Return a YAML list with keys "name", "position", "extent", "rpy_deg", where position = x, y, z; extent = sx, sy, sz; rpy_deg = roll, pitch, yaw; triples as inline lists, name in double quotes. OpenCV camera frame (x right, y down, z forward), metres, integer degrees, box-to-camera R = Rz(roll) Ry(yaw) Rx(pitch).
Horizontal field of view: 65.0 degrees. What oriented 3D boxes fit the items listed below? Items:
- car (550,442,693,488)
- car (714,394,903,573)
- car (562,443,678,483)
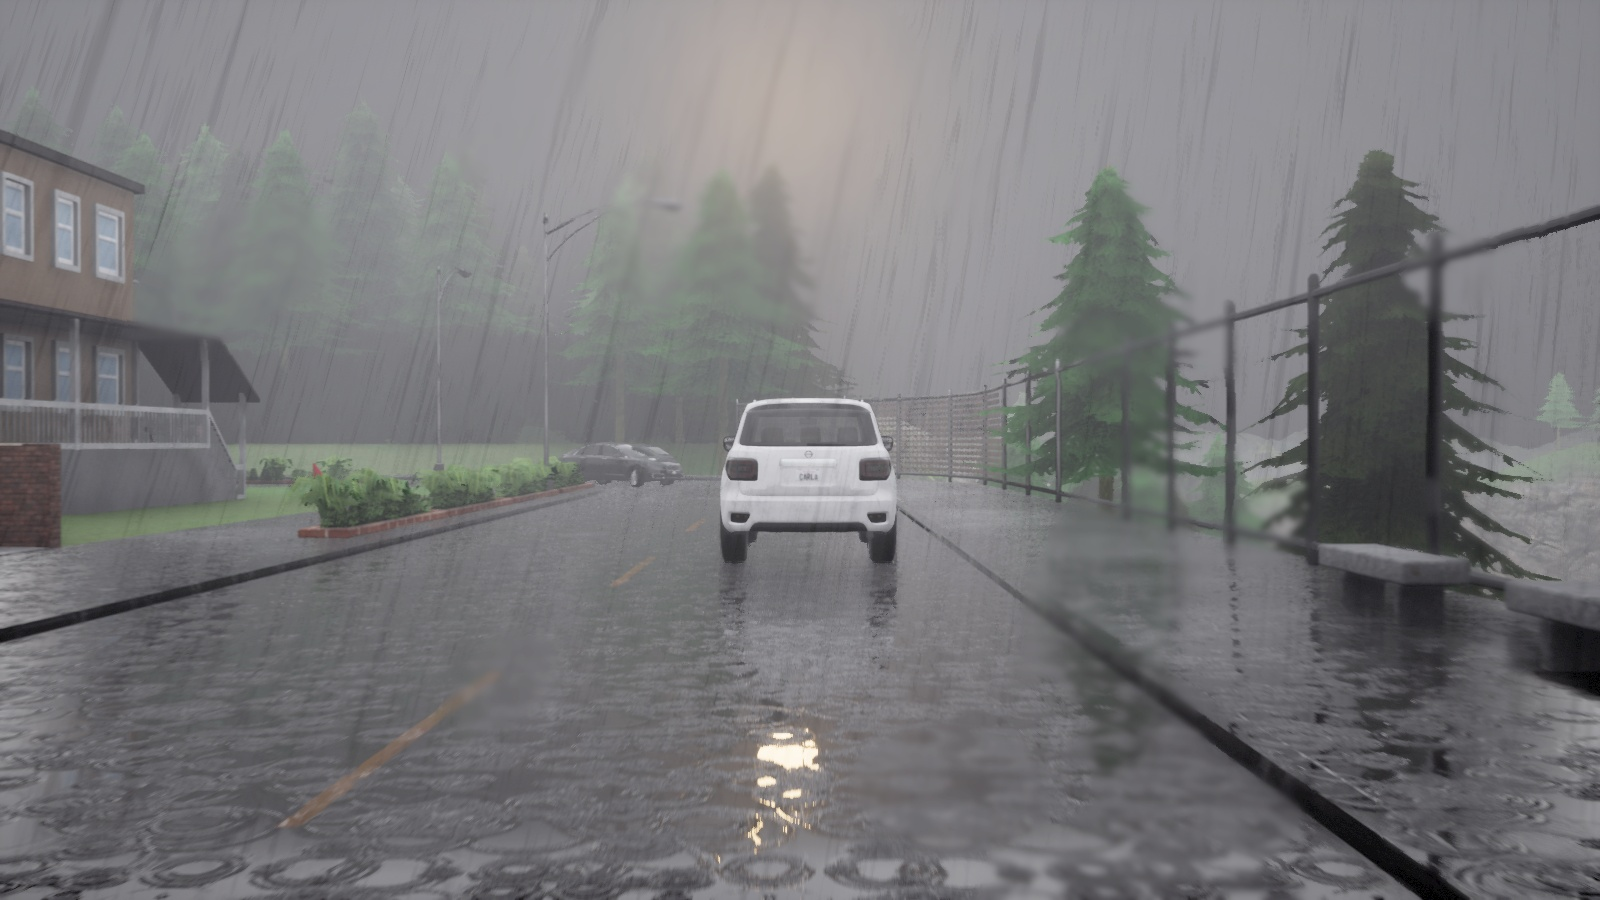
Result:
- name: "car"
  position: [-6.224, 0.502, 43.562]
  extent: [4.892, 1.490, 1.837]
  rpy_deg: [0, 0, 33]
- name: "car"
  position: [0.112, 0.369, 17.148]
  extent: [2.150, 2.045, 5.566]
  rpy_deg: [0, 0, 0]
- name: "car"
  position: [-7.002, 0.481, 48.807]
  extent: [4.193, 1.474, 1.816]
  rpy_deg: [0, 0, 27]
